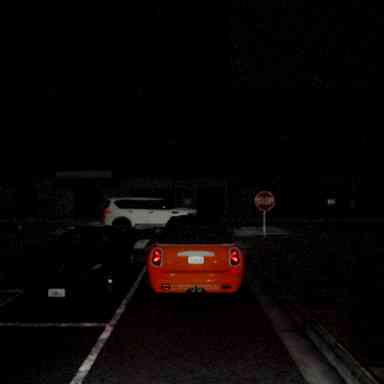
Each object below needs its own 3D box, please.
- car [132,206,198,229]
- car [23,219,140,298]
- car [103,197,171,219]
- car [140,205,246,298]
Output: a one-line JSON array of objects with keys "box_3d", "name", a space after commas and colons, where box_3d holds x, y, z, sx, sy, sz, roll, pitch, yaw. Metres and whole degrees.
[{"box_3d": [-1.738, 1.664, 22.221, 4.181, 1.385, 1.994, 0, 0, 0], "name": "car"}, {"box_3d": [-2.646, 1.607, 8.671, 1.947, 1.339, 4.313, 0, 0, 0], "name": "car"}, {"box_3d": [-2.321, 1.316, 19.272, 5.566, 2.045, 2.150, 0, 0, 0], "name": "car"}, {"box_3d": [0.062, 1.393, 8.777, 2.097, 1.767, 4.553, 0, 0, 0], "name": "car"}]
